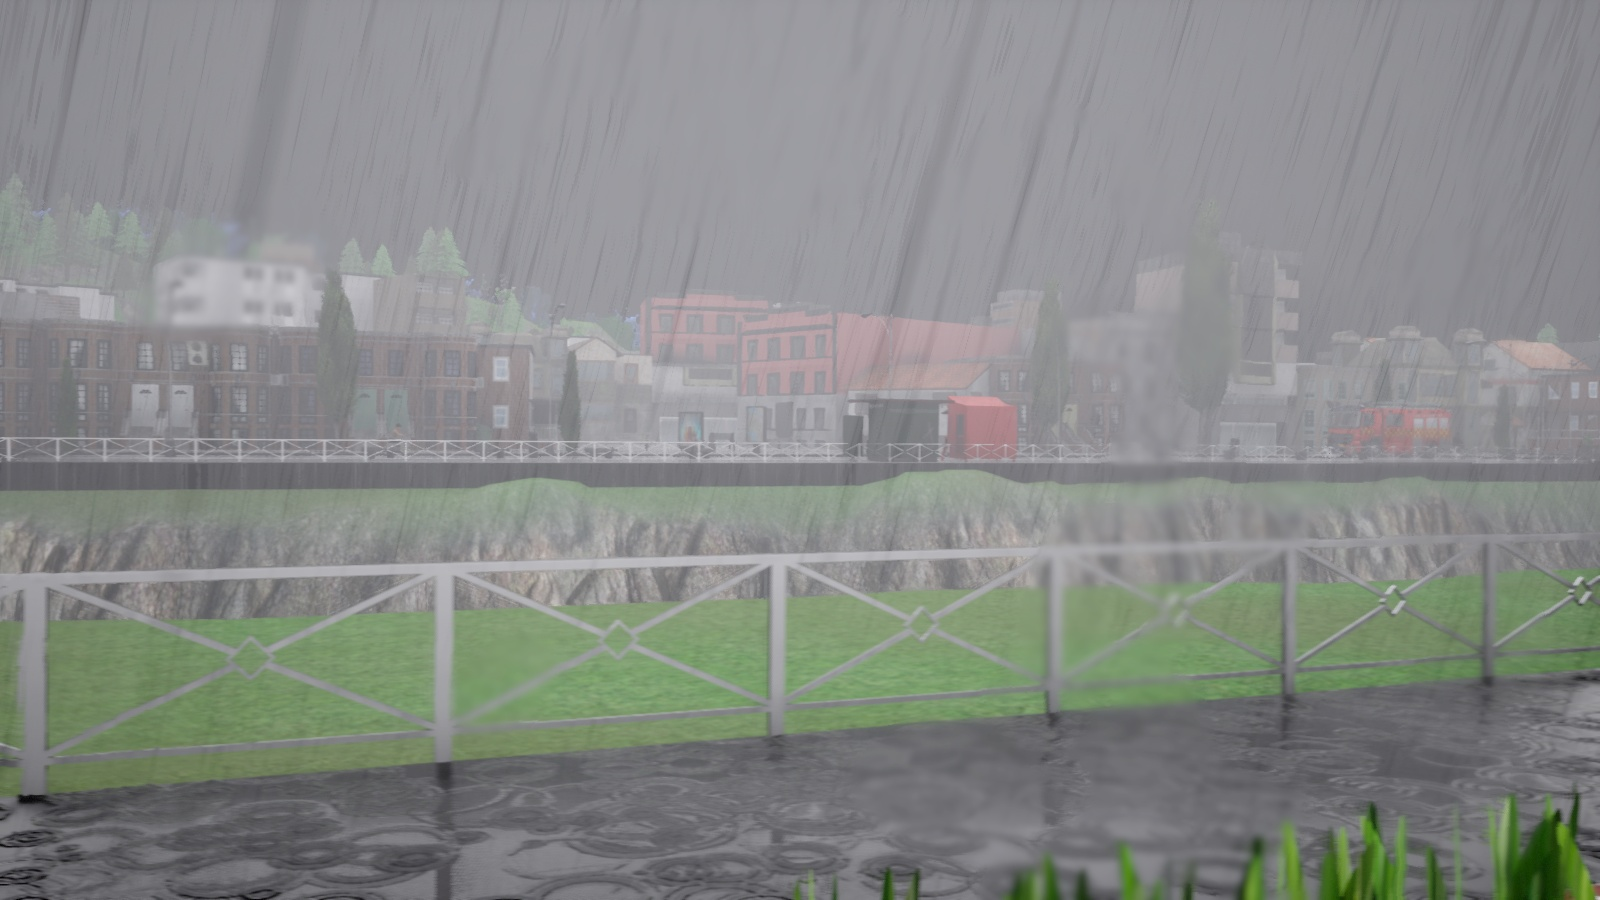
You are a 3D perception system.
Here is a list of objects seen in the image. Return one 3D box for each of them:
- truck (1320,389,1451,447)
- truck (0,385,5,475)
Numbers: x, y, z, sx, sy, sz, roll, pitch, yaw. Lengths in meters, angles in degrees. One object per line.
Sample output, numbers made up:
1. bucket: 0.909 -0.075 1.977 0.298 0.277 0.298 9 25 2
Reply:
1. truck: 39.544 -2.173 84.764 8.468 3.827 2.891 -1 1 -21
2. truck: -37.669 -0.792 51.163 8.468 3.827 2.891 -1 1 -21
